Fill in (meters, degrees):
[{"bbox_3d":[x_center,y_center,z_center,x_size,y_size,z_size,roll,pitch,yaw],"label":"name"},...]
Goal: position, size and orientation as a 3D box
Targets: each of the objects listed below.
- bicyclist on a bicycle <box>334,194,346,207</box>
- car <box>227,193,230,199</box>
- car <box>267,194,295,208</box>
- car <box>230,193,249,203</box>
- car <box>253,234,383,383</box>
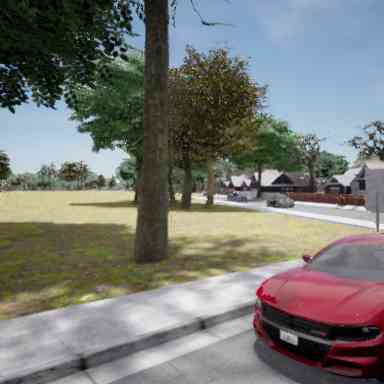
[{"bbox_3d":[17.521,1.017,39.390,1.656,1.620,0.582,-1,1,-9],"label":"bicyclist on a bicycle"},{"bbox_3d":[9.084,0.914,73.787,1.837,1.490,4.892,-1,1,-9],"label":"car"},{"bbox_3d":[11.176,1.112,42.050,2.097,1.767,4.553,-1,1,-9],"label":"car"},{"bbox_3d":[8.608,1.169,58.755,1.994,1.385,4.181,-1,1,-8],"label":"car"},{"bbox_3d":[3.135,1.488,5.564,5.008,1.535,1.882,0,0,-38],"label":"car"}]
